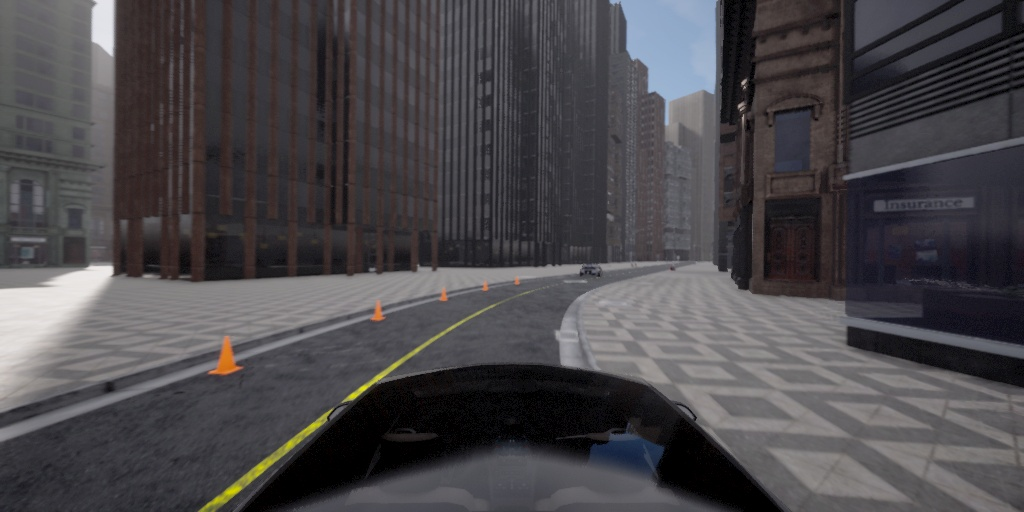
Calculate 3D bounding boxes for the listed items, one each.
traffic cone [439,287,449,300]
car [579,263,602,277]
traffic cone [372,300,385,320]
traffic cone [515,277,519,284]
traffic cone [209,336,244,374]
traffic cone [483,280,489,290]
[{"bbox_3d":[-3.124,1.712,16.427,0.340,0.580,0.340,0,0,15],"label":"traffic cone"},{"bbox_3d":[8.295,1.469,37.610,1.994,1.385,4.181,1,0,21],"label":"car"},{"bbox_3d":[-4.222,1.688,11.313,0.340,0.580,0.340,0,0,10],"label":"traffic cone"},{"bbox_3d":[0.365,1.757,26.279,0.340,0.580,0.340,0,0,24],"label":"traffic cone"},{"bbox_3d":[-4.876,1.662,6.124,0.340,0.580,0.340,0,0,5],"label":"traffic cone"},{"bbox_3d":[-1.592,1.733,21.428,0.340,0.580,0.340,0,0,20],"label":"traffic cone"}]
